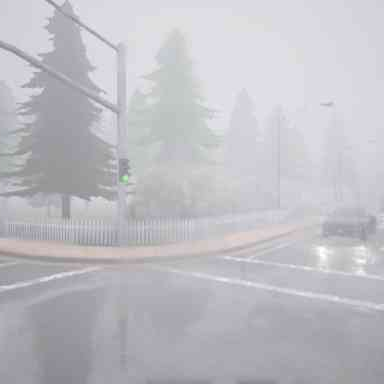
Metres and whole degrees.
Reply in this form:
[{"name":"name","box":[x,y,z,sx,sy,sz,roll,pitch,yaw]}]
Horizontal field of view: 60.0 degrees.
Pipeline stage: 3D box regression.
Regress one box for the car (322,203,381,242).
[{"name":"car","box":[8.076,1.475,16.880,1.882,1.535,5.008,0,0,36]}]

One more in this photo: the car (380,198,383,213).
[{"name":"car","box":[22.165,1.197,36.504,2.150,2.045,5.566,0,0,36]}]
